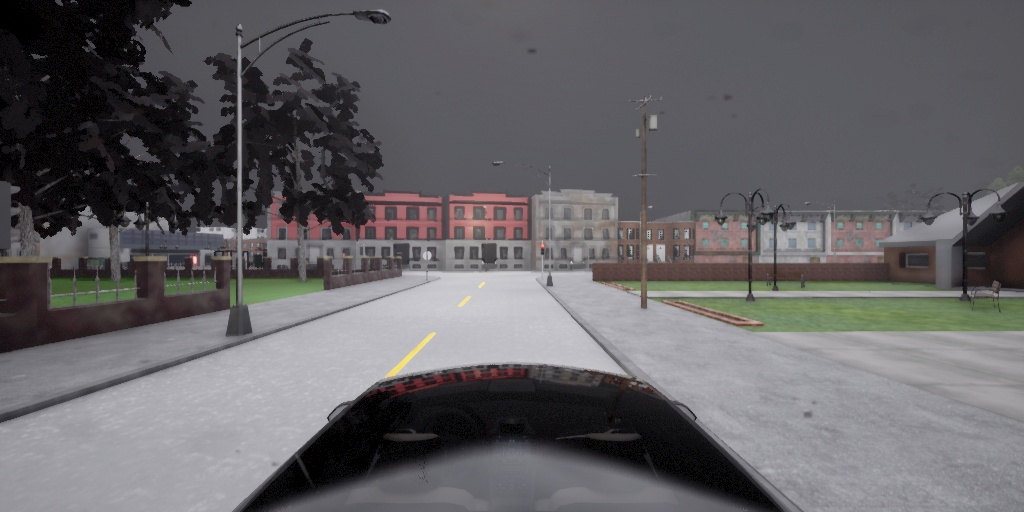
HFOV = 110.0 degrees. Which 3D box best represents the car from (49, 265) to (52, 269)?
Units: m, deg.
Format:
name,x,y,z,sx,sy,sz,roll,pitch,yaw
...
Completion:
name,x,y,z,sx,sy,sz,roll,pitch,yaw
car,-51.889,1.280,38.620,4.674,1.442,1.812,0,0,0
